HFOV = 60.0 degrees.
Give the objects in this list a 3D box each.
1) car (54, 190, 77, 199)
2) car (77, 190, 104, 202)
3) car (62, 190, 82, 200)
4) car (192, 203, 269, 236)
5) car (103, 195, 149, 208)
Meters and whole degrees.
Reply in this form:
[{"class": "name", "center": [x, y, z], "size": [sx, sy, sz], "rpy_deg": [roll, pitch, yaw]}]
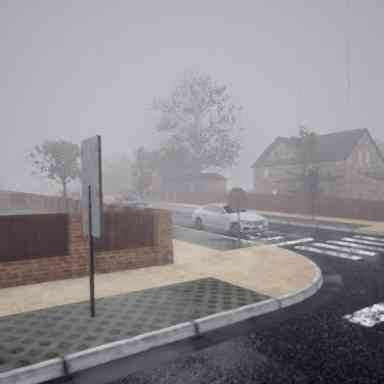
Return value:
[{"class": "car", "center": [-17.722, 0.582, 45.892], "size": [2.128, 1.511, 4.902], "rpy_deg": [-2, 2, -34]}, {"class": "car", "center": [-13.324, 0.570, 44.441], "size": [1.882, 1.535, 5.008], "rpy_deg": [-2, 2, -34]}, {"class": "car", "center": [-19.072, 0.409, 52.749], "size": [1.837, 1.490, 4.892], "rpy_deg": [-2, 2, -34]}, {"class": "car", "center": [1.814, 1.301, 17.298], "size": [1.812, 1.442, 4.674], "rpy_deg": [-2, 2, -36]}, {"class": "car", "center": [-5.251, 1.013, 27.546], "size": [2.128, 1.511, 4.902], "rpy_deg": [-2, 2, -34]}]
